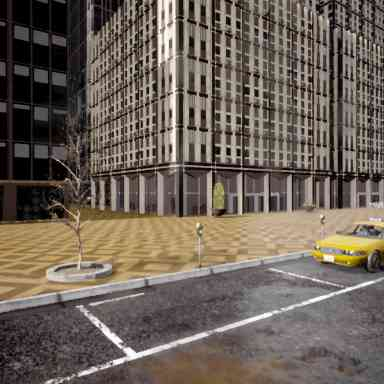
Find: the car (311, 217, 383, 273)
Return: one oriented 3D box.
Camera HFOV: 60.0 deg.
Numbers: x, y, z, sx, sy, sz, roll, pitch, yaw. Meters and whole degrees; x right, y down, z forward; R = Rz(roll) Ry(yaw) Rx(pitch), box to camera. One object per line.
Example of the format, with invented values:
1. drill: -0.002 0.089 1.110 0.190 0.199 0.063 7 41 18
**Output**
1. car: 5.780 1.526 10.677 4.829 1.417 1.752 0 0 -35
